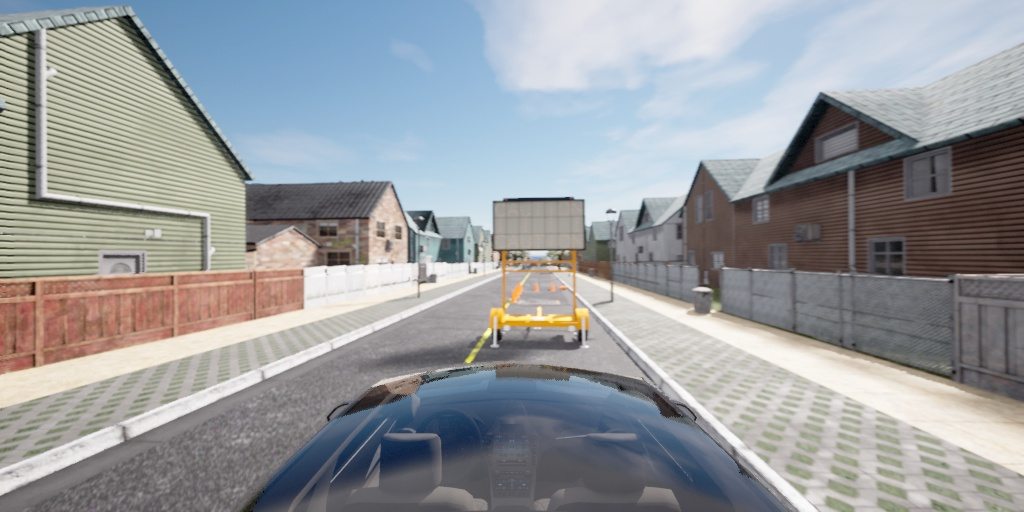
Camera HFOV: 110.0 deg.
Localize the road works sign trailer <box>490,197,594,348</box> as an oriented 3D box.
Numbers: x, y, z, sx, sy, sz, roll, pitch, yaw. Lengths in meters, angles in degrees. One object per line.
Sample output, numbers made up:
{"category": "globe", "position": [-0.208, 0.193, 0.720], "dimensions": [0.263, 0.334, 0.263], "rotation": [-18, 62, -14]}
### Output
{"category": "road works sign trailer", "position": [0.721, 0.273, 9.424], "dimensions": [2.380, 3.560, 2.880], "rotation": [0, 0, 5]}
